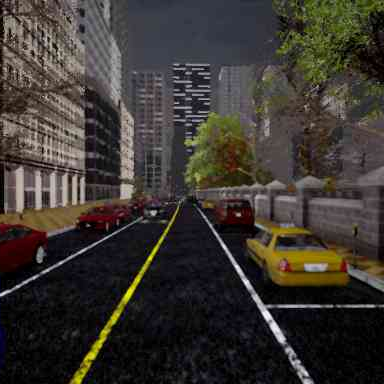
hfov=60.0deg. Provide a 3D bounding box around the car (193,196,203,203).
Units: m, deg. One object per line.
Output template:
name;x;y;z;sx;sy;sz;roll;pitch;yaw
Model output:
car;1.288;1.555;70.027;1.802;1.307;4.206;0;0;-2

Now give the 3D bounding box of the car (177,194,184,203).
car;-0.943;1.481;66.512;1.837;1.490;4.892;0;0;-17

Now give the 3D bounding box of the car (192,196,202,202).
car;1.112;1.535;75.574;1.947;1.339;4.313;0;0;-2

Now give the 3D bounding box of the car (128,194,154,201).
car;-5.825;1.311;36.640;2.192;1.841;5.009;0;0;-1

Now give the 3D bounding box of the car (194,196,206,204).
car;1.464;1.529;64.480;2.008;1.369;4.403;0;0;-2

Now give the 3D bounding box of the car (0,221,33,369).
car;-2.852;1.224;0.903;2.150;2.045;5.566;0;0;0

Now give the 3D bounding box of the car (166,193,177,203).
car;-4.033;1.463;70.143;1.837;1.490;4.892;0;0;-2

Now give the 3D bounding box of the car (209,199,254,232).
car;2.453;1.314;20.108;2.192;1.841;5.009;0;0;-1

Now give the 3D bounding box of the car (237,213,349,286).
car;2.539;1.526;9.181;1.752;1.417;4.829;0;0;0

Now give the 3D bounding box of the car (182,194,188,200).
car;-1.919;1.379;90.312;1.812;1.442;4.674;0;0;-2

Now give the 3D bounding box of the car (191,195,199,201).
car;0.761;1.525;86.668;1.947;1.339;4.313;0;0;-2

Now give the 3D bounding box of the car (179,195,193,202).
car;-1.216;1.477;73.100;1.837;1.490;4.892;0;0;15

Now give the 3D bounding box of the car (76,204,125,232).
car;-5.571;1.545;19.997;1.887;1.381;4.507;0;0;-1

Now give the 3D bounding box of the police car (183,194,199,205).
police car;-0.040;1.409;56.910;1.930;1.638;5.238;0;0;-2

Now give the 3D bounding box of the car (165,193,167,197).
car;-7.439;1.270;92.061;2.192;1.841;5.009;0;0;-2

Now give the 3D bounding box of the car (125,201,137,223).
car;-5.641;1.582;25.546;1.802;1.307;4.206;0;0;-1

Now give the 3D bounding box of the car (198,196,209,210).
car;2.079;1.518;42.466;1.752;1.417;4.829;0;0;-1

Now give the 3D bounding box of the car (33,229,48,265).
car;-5.485;1.546;8.901;1.887;1.381;4.507;0;0;0

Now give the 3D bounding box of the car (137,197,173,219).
car;-3.081;1.490;28.699;2.128;1.511;4.902;0;0;-1

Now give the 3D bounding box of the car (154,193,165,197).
car;-6.388;1.299;58.828;2.192;1.841;5.009;0;0;-2
